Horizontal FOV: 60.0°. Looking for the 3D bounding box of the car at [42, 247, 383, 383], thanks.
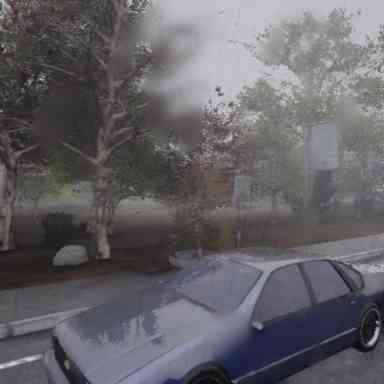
[{"bbox_3d":[0.928,1.551,4.639,5.357,1.411,2.033,0,0,-35],"label":"car"}]
